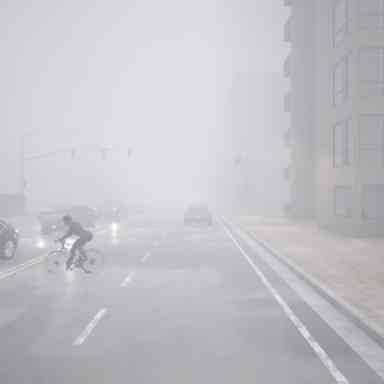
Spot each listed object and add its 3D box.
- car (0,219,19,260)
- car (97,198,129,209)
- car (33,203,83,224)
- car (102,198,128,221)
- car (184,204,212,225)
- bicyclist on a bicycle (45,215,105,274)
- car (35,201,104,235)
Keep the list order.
[{"bbox_3d":[-6.976,1.505,9.674,1.837,1.490,4.892,0,0,1],"label":"car"},{"bbox_3d":[-10.909,1.564,46.002,4.181,1.385,1.994,0,0,35],"label":"car"},{"bbox_3d":[-10.166,1.601,25.734,1.895,1.301,4.718,0,0,1],"label":"car"},{"bbox_3d":[-6.629,1.352,27.147,2.097,1.767,4.553,0,0,1],"label":"car"},{"bbox_3d":[0.427,1.564,24.048,1.994,1.385,4.181,0,0,1],"label":"car"},{"bbox_3d":[-3.219,1.455,9.065,1.656,1.620,0.582,-2,0,1],"label":"bicyclist on a bicycle"},{"bbox_3d":[-6.822,1.505,18.978,1.837,1.490,4.892,0,0,1],"label":"car"}]
